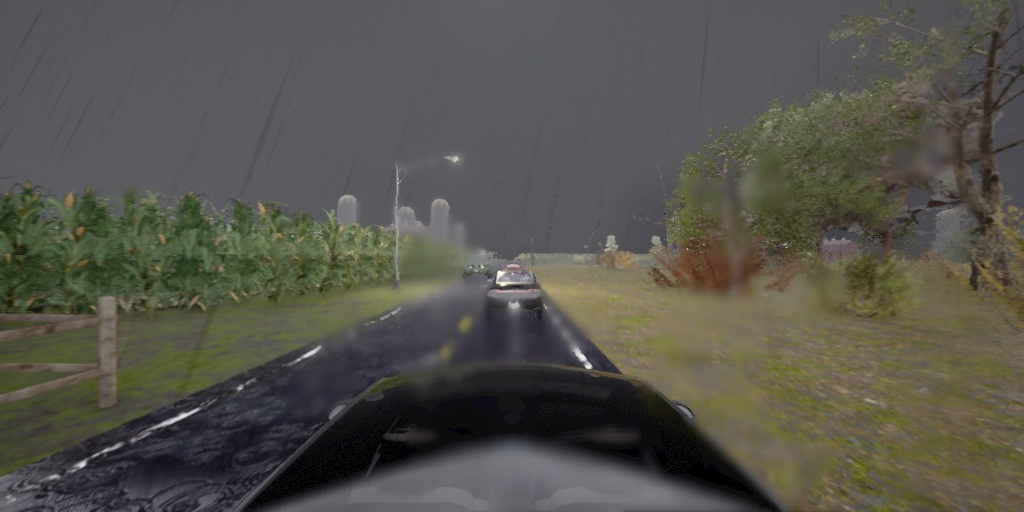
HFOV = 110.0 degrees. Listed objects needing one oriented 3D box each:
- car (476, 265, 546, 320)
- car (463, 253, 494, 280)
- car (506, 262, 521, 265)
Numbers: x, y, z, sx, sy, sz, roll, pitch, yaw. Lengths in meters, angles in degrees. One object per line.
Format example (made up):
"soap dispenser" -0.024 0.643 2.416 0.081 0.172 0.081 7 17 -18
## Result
"car" 0.102 1.240 12.675 2.128 1.511 4.902 0 0 0
"car" -2.745 0.782 30.458 2.150 2.045 5.566 0 0 0
"car" 0.106 1.277 31.362 1.812 1.442 4.674 0 0 0
